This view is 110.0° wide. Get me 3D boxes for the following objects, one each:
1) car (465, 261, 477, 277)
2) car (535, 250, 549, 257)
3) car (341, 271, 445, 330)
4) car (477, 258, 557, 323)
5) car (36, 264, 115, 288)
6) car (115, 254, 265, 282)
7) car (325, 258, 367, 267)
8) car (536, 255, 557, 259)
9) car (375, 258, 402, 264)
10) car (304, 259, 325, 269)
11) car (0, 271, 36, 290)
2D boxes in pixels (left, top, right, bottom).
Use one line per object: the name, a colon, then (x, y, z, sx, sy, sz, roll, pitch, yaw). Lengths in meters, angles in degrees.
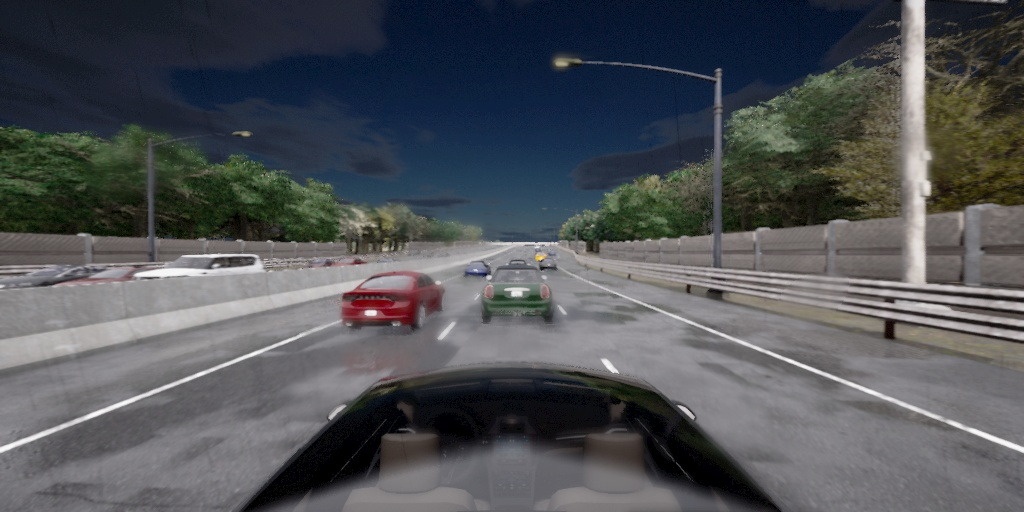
car: (-2.975, 1.125, 31.878, 1.994, 1.385, 4.181, 0, 1, 2)
car: (5.266, 0.202, 64.923, 1.882, 1.535, 5.008, 0, 2, 3)
car: (-3.345, 1.199, 11.035, 1.882, 1.535, 5.008, 0, 0, 0)
car: (0.168, 1.068, 12.182, 2.097, 1.767, 4.553, 0, 0, 1)
car: (-17.487, 1.213, 16.278, 1.812, 1.442, 4.674, 0, 0, 1)
car: (-13.986, 0.908, 16.488, 2.150, 2.045, 5.566, 0, 0, 1)
car: (-17.000, 0.955, 37.573, 1.882, 1.535, 5.008, 0, 1, 2)
car: (4.240, 0.919, 42.482, 1.994, 1.385, 4.181, 0, 1, 2)
car: (-13.452, 0.942, 38.999, 2.128, 1.511, 4.902, 0, 1, 2)
car: (-20.462, 1.023, 38.649, 1.994, 1.385, 4.181, 0, 1, 2)
car: (-20.976, 1.173, 16.977, 2.128, 1.511, 4.902, 0, 0, 1)
